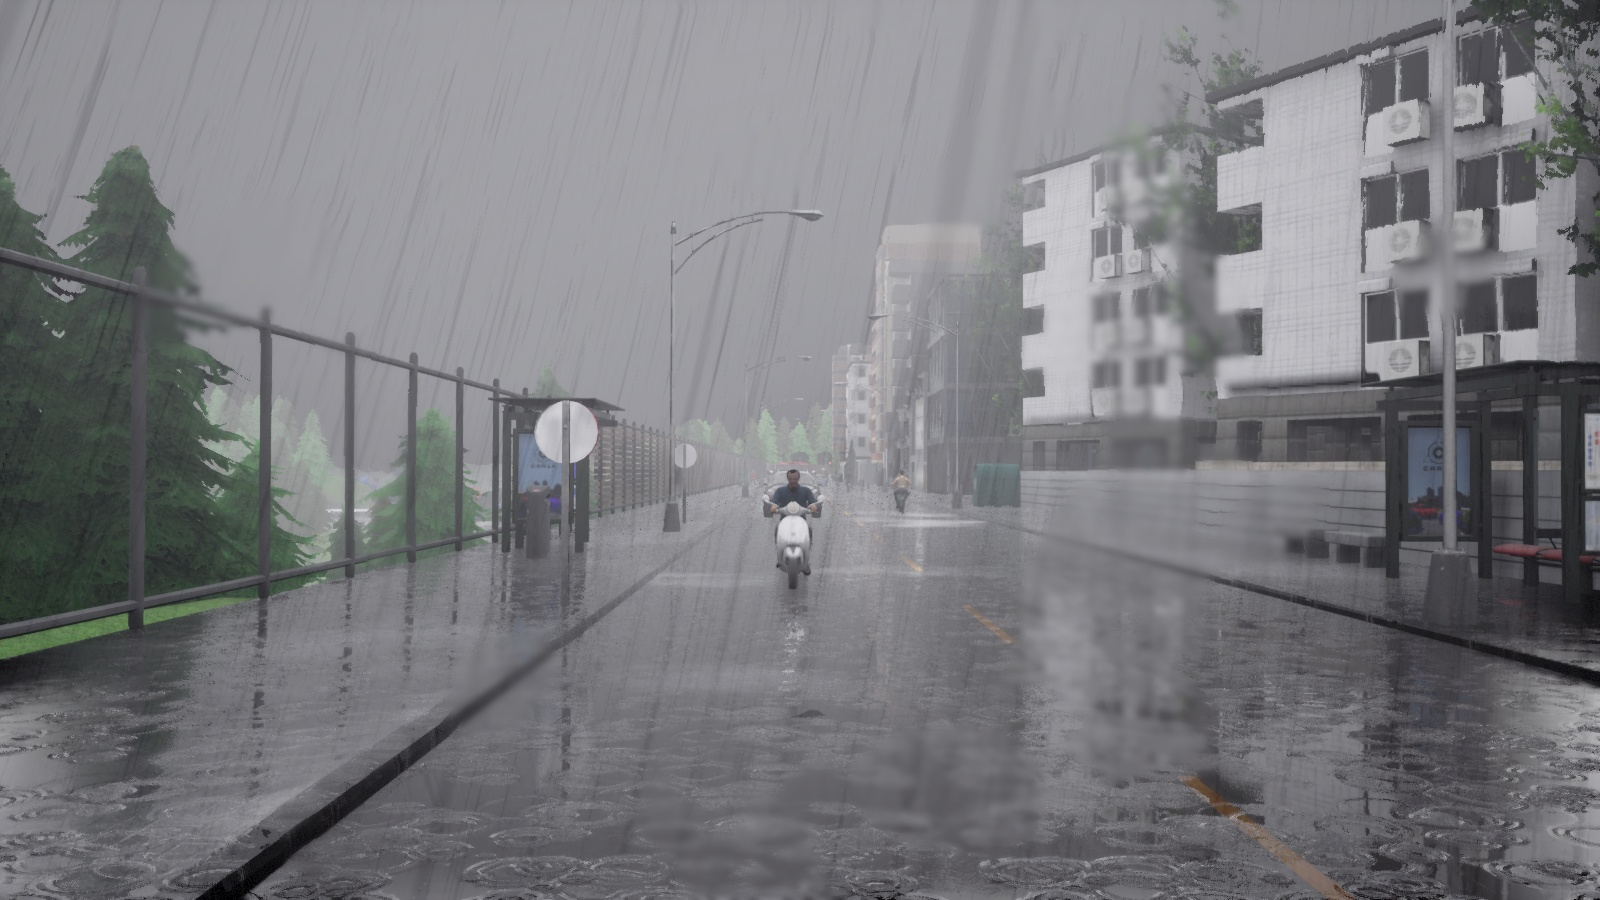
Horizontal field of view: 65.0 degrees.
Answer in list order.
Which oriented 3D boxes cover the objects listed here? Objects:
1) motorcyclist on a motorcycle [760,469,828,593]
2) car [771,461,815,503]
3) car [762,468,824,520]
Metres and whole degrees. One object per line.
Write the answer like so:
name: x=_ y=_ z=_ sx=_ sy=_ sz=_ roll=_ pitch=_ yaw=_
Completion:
motorcyclist on a motorcycle: x=-0.083 y=1.055 z=17.094 sx=0.866 sy=1.590 sz=1.817 roll=0 pitch=-1 yaw=0
car: x=-0.367 y=1.615 z=64.449 sx=2.150 sy=2.045 sz=5.566 roll=0 pitch=-1 yaw=0
car: x=-0.240 y=1.470 z=43.212 sx=2.033 sy=1.649 sz=4.856 roll=0 pitch=-1 yaw=0
